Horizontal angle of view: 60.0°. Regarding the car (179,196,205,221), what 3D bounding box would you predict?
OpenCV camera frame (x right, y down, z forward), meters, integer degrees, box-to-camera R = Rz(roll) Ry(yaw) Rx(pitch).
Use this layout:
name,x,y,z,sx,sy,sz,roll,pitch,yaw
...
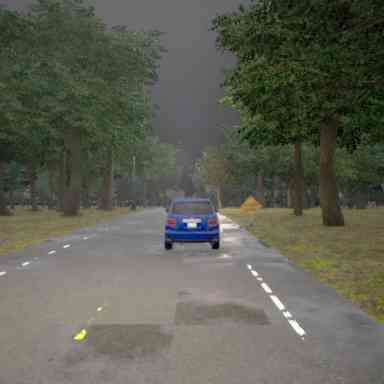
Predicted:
name,x,y,z,sx,sy,sz,roll,pitch,yaw
car,0.000,1.350,29.693,2.150,2.045,5.566,0,-1,0

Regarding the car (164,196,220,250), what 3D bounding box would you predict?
name,x,y,z,sx,sy,sz,roll,pitch,yaw
car,0.000,1.286,14.685,2.150,2.045,5.566,0,0,0

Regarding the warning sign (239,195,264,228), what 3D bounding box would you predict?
name,x,y,z,sx,sy,sz,roll,pitch,yaw
warning sign,3.533,1.153,19.867,1.300,1.860,1.060,-1,-1,0

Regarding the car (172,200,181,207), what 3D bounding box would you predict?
name,x,y,z,sx,sy,sz,roll,pitch,yaw
car,-3.500,2.748,76.722,1.882,1.535,5.008,0,-2,0
